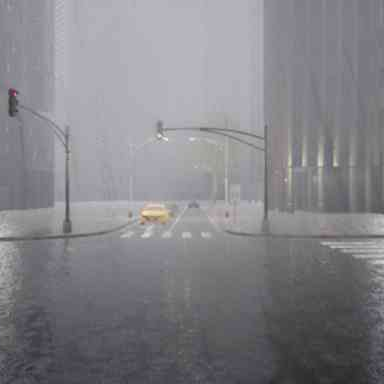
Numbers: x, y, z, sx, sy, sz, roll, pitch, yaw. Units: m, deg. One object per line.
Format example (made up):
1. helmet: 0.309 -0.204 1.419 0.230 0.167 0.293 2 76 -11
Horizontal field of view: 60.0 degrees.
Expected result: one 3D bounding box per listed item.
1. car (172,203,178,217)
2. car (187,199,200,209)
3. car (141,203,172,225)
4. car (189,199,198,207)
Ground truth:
1. car: -2.931 2.007 36.679 1.994 1.385 4.181 0 -1 1
2. car: 0.266 2.159 56.783 1.837 1.490 4.892 0 -1 0
3. car: -2.987 1.811 27.521 1.882 1.535 5.008 0 -1 1
4. car: 0.325 2.245 67.206 1.837 1.490 4.892 0 0 0
